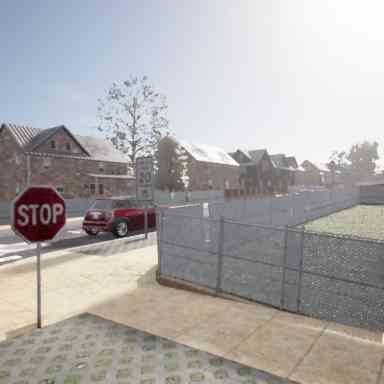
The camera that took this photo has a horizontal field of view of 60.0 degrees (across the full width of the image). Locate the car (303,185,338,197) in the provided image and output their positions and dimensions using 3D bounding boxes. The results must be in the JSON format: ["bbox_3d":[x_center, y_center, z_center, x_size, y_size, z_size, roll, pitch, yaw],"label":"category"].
[{"bbox_3d":[15.666,0.042,40.399,2.033,1.411,5.357,-1,1,37],"label":"car"}]

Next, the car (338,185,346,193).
[{"bbox_3d":[21.628,-0.305,48.599,2.033,1.411,5.357,-1,1,36],"label":"car"}]

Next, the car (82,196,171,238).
[{"bbox_3d":[-2.728,0.956,15.476,2.097,1.767,4.553,-1,1,36],"label":"car"}]

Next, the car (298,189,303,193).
[{"bbox_3d":[15.960,-0.032,45.530,1.994,1.385,4.181,-1,1,36],"label":"car"}]
